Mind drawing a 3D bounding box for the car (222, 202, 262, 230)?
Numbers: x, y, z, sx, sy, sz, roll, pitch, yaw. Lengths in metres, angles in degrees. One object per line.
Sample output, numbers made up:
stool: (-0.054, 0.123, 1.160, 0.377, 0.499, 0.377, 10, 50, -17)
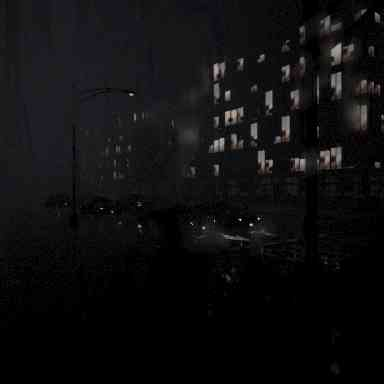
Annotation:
car: (1.576, 1.289, 19.667, 2.033, 1.411, 5.357, 0, 1, -36)

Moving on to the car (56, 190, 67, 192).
car: (-25.406, 0.300, 64.824, 1.812, 1.442, 4.674, 0, 1, -38)

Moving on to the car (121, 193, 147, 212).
car: (-4.613, 0.911, 27.468, 2.097, 1.767, 4.553, 0, 1, -38)

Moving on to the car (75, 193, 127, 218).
car: (-7.043, 1.092, 25.294, 1.812, 1.442, 4.674, 0, 1, -38)

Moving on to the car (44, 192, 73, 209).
car: (-13.242, 0.947, 33.193, 1.994, 1.385, 4.181, 0, 1, -38)

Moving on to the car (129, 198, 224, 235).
car: (-1.030, 1.292, 17.668, 2.033, 1.411, 5.357, 0, 1, -38)
